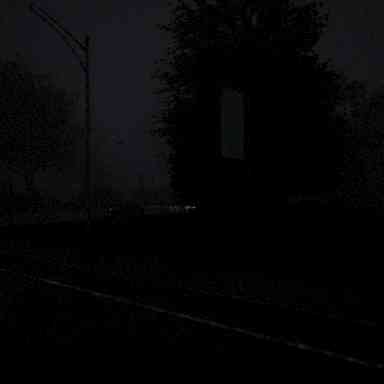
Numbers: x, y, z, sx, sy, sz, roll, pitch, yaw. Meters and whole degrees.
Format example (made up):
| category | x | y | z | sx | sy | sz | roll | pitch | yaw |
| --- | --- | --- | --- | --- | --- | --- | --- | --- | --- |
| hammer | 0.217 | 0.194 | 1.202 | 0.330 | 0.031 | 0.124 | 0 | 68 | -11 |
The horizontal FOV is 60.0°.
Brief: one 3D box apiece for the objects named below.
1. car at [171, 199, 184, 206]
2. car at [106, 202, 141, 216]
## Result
| category | x | y | z | sx | sy | sz | roll | pitch | yaw |
| --- | --- | --- | --- | --- | --- | --- | --- | --- | --- |
| car | -1.883 | 1.817 | 61.594 | 1.812 | 1.442 | 4.674 | -1 | 0 | 36 |
| car | -7.420 | 1.842 | 36.927 | 1.994 | 1.385 | 4.181 | -1 | 0 | 39 |
